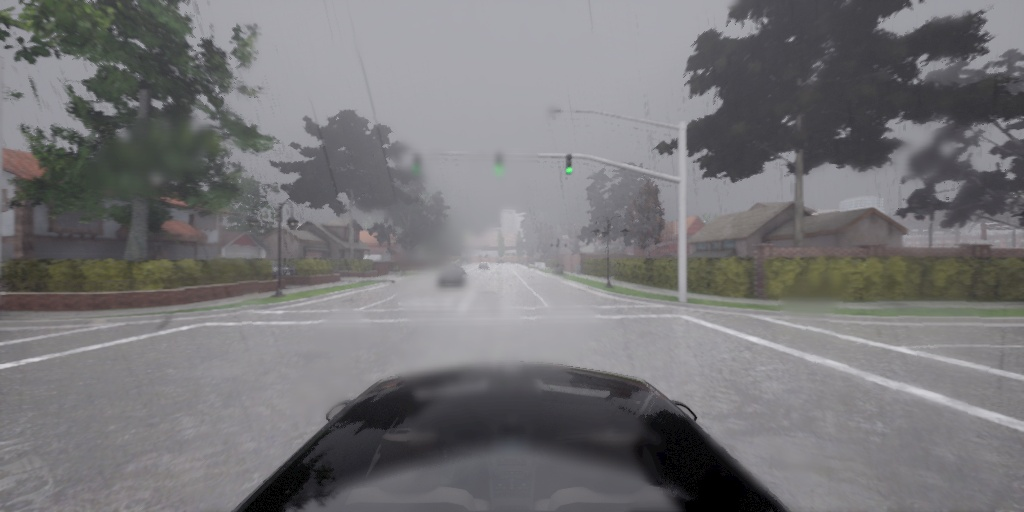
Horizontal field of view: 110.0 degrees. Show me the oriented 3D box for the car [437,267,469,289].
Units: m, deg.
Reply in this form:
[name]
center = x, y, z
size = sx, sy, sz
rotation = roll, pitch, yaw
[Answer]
[car]
center = -4.095, 1.541, 25.384
size = 1.837, 1.490, 4.892
rotation = 0, 1, -2
